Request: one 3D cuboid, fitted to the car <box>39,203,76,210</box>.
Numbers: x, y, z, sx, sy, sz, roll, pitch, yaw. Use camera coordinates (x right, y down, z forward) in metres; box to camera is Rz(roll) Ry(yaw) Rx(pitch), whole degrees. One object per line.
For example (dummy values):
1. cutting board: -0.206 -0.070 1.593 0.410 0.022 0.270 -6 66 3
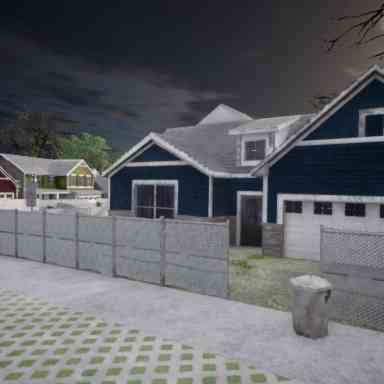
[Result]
1. car: -13.215 1.766 32.845 1.994 1.385 4.181 1 0 18
